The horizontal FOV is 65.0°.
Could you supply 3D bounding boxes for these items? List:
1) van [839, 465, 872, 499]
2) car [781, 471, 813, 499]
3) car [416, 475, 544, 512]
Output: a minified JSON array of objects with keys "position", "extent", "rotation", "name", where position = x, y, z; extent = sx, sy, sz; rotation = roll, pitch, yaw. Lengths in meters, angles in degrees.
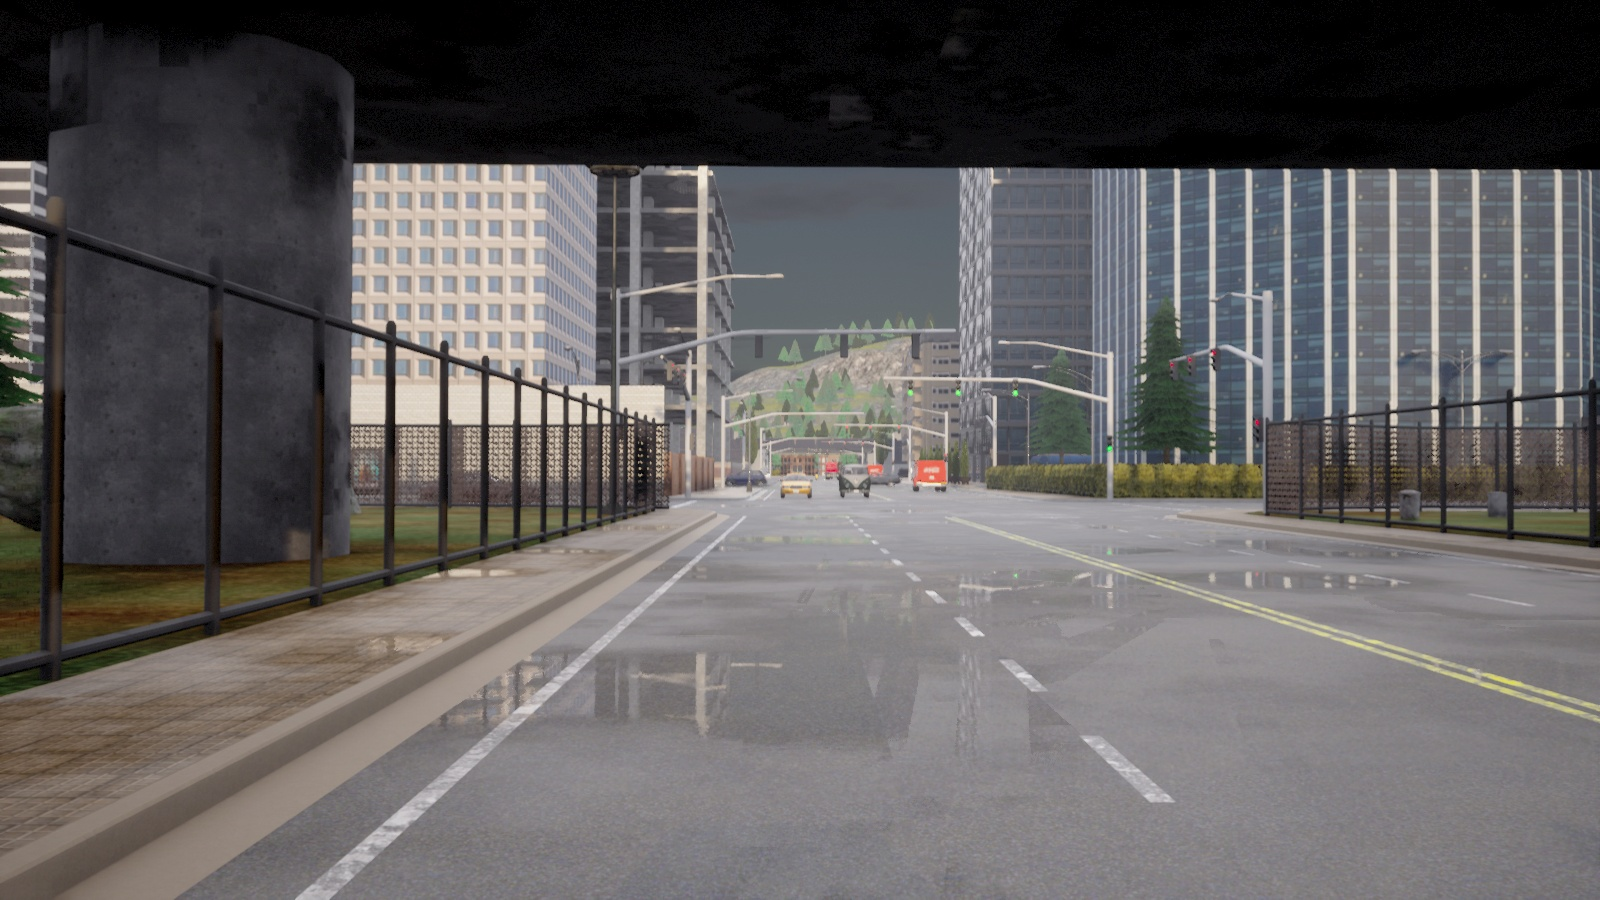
[{"position":[3.301,1.885,75.583],"extent":[1.775,1.987,4.442],"rotation":[0,-1,0],"name":"van"},{"position":[-0.194,2.059,74.085],"extent":[1.801,1.575,5.366],"rotation":[0,-1,0],"name":"car"},{"position":[-12.730,1.719,50.162],"extent":[4.674,1.442,1.812],"rotation":[0,-1,0],"name":"car"}]
